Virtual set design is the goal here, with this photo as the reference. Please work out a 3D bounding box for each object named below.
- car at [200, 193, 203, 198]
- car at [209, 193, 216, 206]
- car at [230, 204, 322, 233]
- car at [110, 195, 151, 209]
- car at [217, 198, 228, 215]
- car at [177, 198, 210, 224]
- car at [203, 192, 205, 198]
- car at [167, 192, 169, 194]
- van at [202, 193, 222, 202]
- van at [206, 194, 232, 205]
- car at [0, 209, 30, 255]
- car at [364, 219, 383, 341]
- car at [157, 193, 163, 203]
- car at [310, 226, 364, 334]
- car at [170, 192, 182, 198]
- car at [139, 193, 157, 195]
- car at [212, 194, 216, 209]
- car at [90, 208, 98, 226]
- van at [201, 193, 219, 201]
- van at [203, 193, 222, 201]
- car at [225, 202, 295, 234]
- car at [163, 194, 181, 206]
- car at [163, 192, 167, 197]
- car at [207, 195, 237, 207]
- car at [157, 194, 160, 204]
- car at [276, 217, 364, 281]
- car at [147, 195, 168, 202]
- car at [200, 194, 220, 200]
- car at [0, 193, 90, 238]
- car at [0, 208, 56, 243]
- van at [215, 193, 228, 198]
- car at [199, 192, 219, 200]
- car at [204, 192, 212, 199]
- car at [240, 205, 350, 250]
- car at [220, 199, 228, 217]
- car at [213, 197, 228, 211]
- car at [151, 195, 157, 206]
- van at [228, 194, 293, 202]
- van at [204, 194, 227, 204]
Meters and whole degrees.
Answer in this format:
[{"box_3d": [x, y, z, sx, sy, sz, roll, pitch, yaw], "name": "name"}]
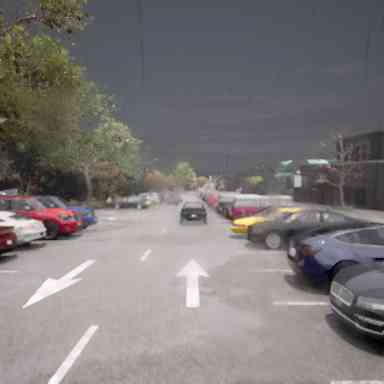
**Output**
[{"box_3d": [4.815, 1.281, 64.133, 5.566, 2.045, 2.435, 0, 0, 0], "name": "car"}, {"box_3d": [4.803, 1.376, 41.706, 4.553, 1.767, 2.185, 0, 0, 0], "name": "car"}, {"box_3d": [4.728, 1.501, 19.280, 4.792, 1.488, 2.163, 0, 0, 0], "name": "car"}, {"box_3d": [-8.312, 1.507, 44.146, 4.892, 1.521, 2.231, 0, 0, 0], "name": "car"}, {"box_3d": [4.792, 1.513, 27.690, 4.792, 1.488, 2.163, 0, 0, 0], "name": "car"}, {"box_3d": [0.115, 1.477, 24.951, 1.882, 1.535, 5.008, 0, 0, 0], "name": "car"}, {"box_3d": [4.804, 1.258, 47.313, 5.566, 2.045, 2.435, 0, 0, 0], "name": "car"}, {"box_3d": [-8.261, 1.284, 69.130, 5.566, 2.045, 2.435, 0, 0, 0], "name": "car"}, {"box_3d": [4.680, 1.285, 78.155, 4.442, 1.987, 1.878, 0, 0, 0], "name": "van"}, {"box_3d": [4.666, 1.299, 58.526, 4.442, 1.987, 1.878, 0, 0, 0], "name": "van"}, {"box_3d": [-8.323, 1.467, 10.693, 5.008, 1.535, 2.097, 0, 0, 0], "name": "car"}, {"box_3d": [4.717, 1.224, 2.463, 5.566, 2.045, 2.435, 0, 0, 0], "name": "car"}, {"box_3d": [-8.481, 1.526, 60.802, 5.366, 1.575, 1.946, 0, 0, 0], "name": "car"}, {"box_3d": [4.752, 1.471, 5.271, 4.892, 1.521, 2.231, 0, 0, 0], "name": "car"}, {"box_3d": [-3.203, 1.408, 71.995, 2.097, 1.767, 4.553, 0, 0, 0], "name": "car"}, {"box_3d": [-8.332, 1.392, 52.473, 4.553, 1.767, 2.185, 0, 0, 0], "name": "car"}, {"box_3d": [4.737, 1.369, 36.099, 4.553, 1.767, 2.185, 0, 0, 0], "name": "car"}, {"box_3d": [-8.294, 1.221, 18.923, 5.566, 2.045, 2.435, 0, 0, 0], "name": "car"}, {"box_3d": [4.685, 1.236, 86.567, 4.442, 1.987, 1.878, 0, 0, 0], "name": "van"}, {"box_3d": [4.915, 1.272, 80.956, 4.442, 1.987, 1.878, 0, 0, 0], "name": "van"}, {"box_3d": [4.570, 1.465, 16.477, 5.366, 1.575, 1.946, 0, 0, 0], "name": "car"}, {"box_3d": [-3.275, 1.545, 56.209, 1.837, 1.490, 4.892, 0, 0, 0], "name": "car"}, {"box_3d": [-8.320, 1.285, 66.353, 5.566, 2.045, 2.435, 0, 0, 0], "name": "car"}, {"box_3d": [4.748, 1.392, 52.919, 4.553, 1.767, 2.185, 0, 0, 0], "name": "car"}, {"box_3d": [-8.270, 1.551, 55.250, 4.792, 1.488, 2.163, 0, 0, 0], "name": "car"}, {"box_3d": [4.779, 1.496, 8.069, 4.792, 1.488, 2.163, 0, 0, 0], "name": "car"}, {"box_3d": [-8.277, 1.502, 80.237, 5.008, 1.535, 2.097, 0, 0, 0], "name": "car"}, {"box_3d": [4.991, 1.423, 92.174, 5.366, 1.575, 1.946, 0, 0, 0], "name": "car"}, {"box_3d": [-8.296, 1.217, 16.262, 5.566, 2.045, 2.435, 0, 0, 0], "name": "car"}, {"box_3d": [-8.324, 1.506, 13.354, 4.674, 1.452, 2.002, 0, 0, 0], "name": "car"}, {"box_3d": [4.883, 1.265, 33.296, 4.442, 1.987, 1.878, 0, 0, 0], "name": "van"}, {"box_3d": [4.836, 1.156, 94.976, 5.566, 2.045, 2.435, 0, 0, 0], "name": "car"}, {"box_3d": [4.802, 1.255, 44.509, 5.566, 2.045, 2.435, 0, 0, 0], "name": "car"}, {"box_3d": [4.759, 1.465, 13.676, 5.008, 1.535, 2.097, 0, 0, 0], "name": "car"}, {"box_3d": [4.790, 1.509, 24.886, 4.792, 1.488, 2.163, 0, 0, 0], "name": "car"}, {"box_3d": [4.770, 1.487, 30.493, 5.008, 1.535, 2.097, 0, 0, 0], "name": "car"}, {"box_3d": [-8.119, 1.507, 46.923, 5.366, 1.575, 1.946, 0, 0, 0], "name": "car"}, {"box_3d": [4.876, 1.250, 22.083, 4.442, 1.987, 1.878, 0, 0, 0], "name": "van"}, {"box_3d": [4.672, 1.310, 66.934, 4.442, 1.987, 1.878, 0, 0, 0], "name": "van"}]
